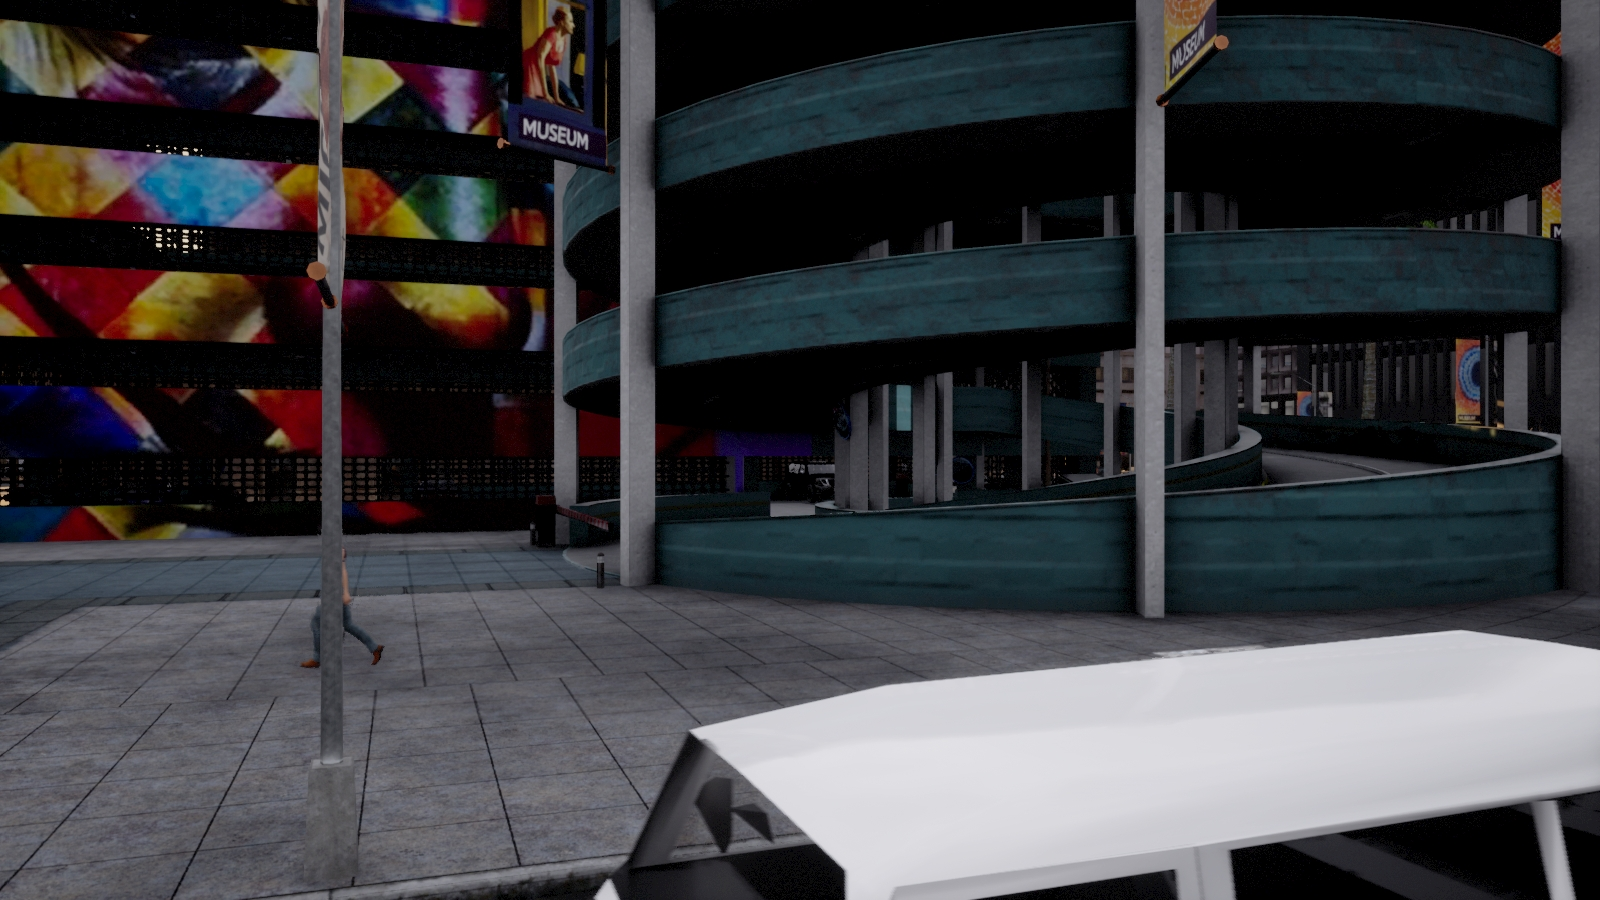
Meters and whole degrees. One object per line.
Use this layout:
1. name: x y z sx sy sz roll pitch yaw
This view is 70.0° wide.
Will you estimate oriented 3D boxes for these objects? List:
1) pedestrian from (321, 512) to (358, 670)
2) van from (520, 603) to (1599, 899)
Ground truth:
1. pedestrian: -5.583 1.696 13.871 0.375 1.860 0.375 0 0 -16
2. van: 1.474 1.781 3.868 4.480 2.038 2.069 0 0 -21
